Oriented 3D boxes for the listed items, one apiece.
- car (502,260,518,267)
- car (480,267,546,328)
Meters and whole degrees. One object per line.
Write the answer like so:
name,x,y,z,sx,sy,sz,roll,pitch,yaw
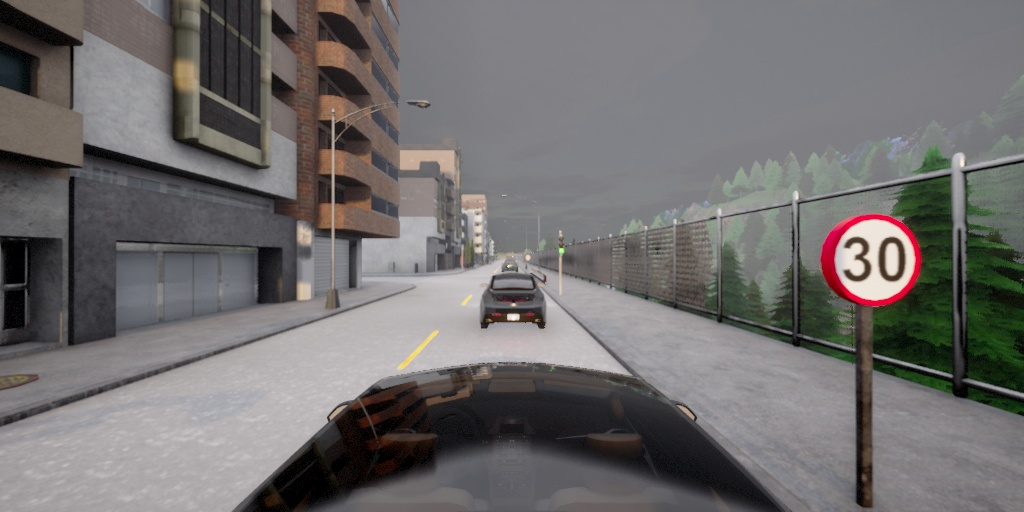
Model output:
car,-0.256,1.286,46.232,2.097,1.767,4.553,0,0,-1
car,0.020,1.298,11.563,1.837,1.490,4.892,0,0,0
